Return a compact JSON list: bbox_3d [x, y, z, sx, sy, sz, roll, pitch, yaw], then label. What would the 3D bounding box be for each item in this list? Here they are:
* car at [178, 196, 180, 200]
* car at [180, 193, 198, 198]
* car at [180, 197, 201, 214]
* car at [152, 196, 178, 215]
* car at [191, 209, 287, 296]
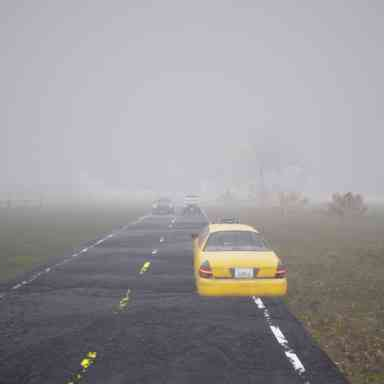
[{"bbox_3d":[-2.958,1.611,83.409,1.895,1.301,4.718,0,0,0],"label":"car"},{"bbox_3d":[-0.086,1.212,45.226,2.150,2.045,5.566,0,0,0],"label":"car"},{"bbox_3d":[-0.009,1.518,34.900,1.812,1.442,4.674,0,0,0],"label":"car"},{"bbox_3d":[-2.834,1.344,34.049,2.097,1.767,4.553,0,0,0],"label":"car"},{"bbox_3d":[0.943,1.454,8.634,1.801,1.575,5.366,0,0,0],"label":"car"}]
